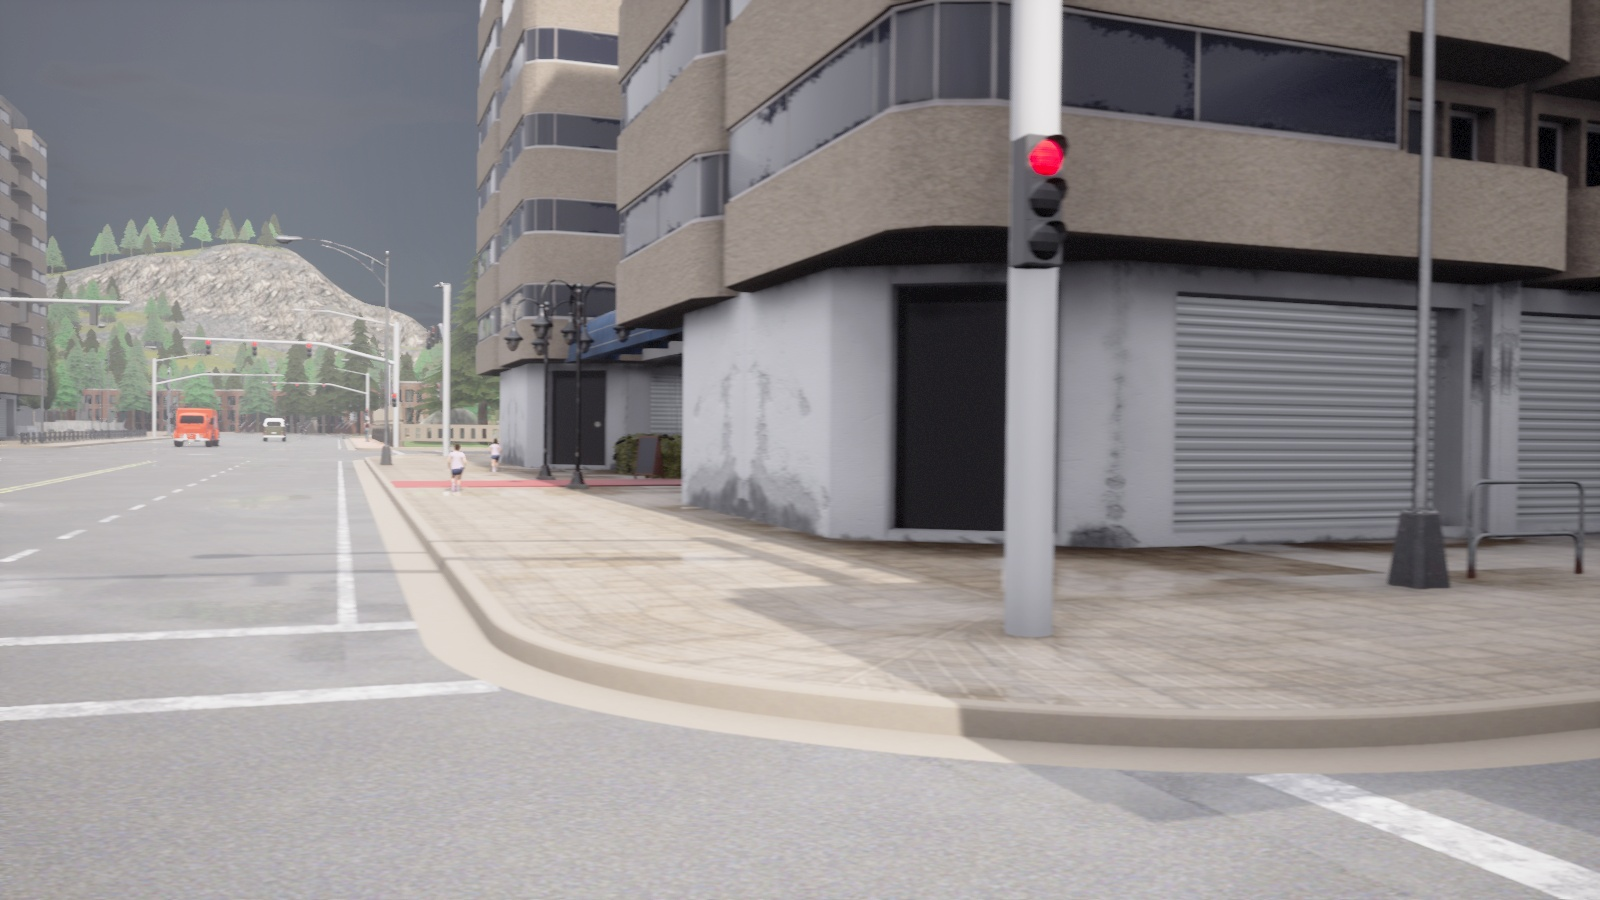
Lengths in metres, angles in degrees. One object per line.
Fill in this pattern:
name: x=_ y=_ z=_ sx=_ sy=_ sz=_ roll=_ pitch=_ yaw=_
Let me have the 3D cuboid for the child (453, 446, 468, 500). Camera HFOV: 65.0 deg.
child: x=-7.182 y=0.482 z=26.587 sx=0.255 sy=1.110 sz=0.394 roll=-1 pitch=1 yaw=-20

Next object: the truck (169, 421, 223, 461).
truck: x=-39.239 y=-0.594 z=81.675 sx=2.627 sy=2.467 sz=5.204 roll=-1 pitch=1 yaw=-20

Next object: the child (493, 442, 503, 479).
child: x=-9.225 y=0.311 z=38.368 sx=0.255 sy=1.110 sz=0.394 roll=-1 pitch=1 yaw=-18
